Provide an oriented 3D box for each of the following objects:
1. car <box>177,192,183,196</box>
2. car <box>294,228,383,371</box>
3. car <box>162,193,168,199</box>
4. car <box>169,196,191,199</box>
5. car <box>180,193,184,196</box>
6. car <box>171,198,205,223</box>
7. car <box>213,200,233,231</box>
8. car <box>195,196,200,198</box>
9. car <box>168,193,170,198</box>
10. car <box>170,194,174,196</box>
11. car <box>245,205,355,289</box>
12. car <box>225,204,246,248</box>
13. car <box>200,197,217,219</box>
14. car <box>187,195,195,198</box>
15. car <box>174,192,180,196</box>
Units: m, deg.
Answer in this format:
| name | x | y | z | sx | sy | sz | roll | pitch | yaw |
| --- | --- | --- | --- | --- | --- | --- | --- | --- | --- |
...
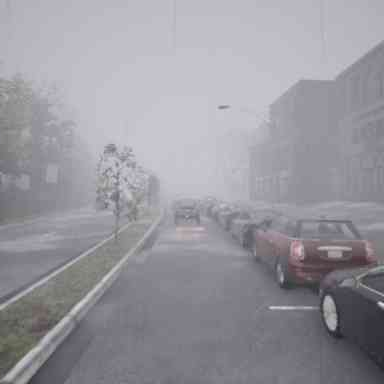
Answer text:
| name | x | y | z | sx | sy | sz | roll | pitch | yaw |
| --- | --- | --- | --- | --- | --- | --- | --- | --- | --- |
| car | -1.156 | 1.363 | 65.027 | 1.946 | 1.575 | 5.366 | 0 | 0 | -8 |
| car | 3.053 | 1.483 | 3.725 | 2.231 | 1.521 | 4.892 | 0 | 0 | 0 |
| car | -6.406 | 1.179 | 92.366 | 1.946 | 1.575 | 5.366 | 0 | 0 | -13 |
| car | -1.583 | 1.509 | 42.264 | 1.994 | 1.385 | 4.181 | 0 | 0 | -5 |
| car | -0.385 | 1.387 | 59.325 | 2.097 | 1.535 | 5.008 | 0 | 0 | -7 |
| car | -0.437 | 1.469 | 25.482 | 2.128 | 1.511 | 4.902 | 0 | 0 | -3 |
| car | 2.770 | 1.499 | 20.557 | 2.163 | 1.488 | 4.792 | 0 | 0 | -2 |
| car | 1.853 | 1.319 | 37.163 | 2.185 | 1.767 | 4.553 | 0 | 0 | -4 |
| car | -3.947 | 1.274 | 81.311 | 2.231 | 1.521 | 4.892 | 0 | 0 | -11 |
| car | -2.924 | 1.058 | 75.857 | 2.435 | 2.045 | 5.566 | 0 | 0 | -10 |
| car | 3.056 | 1.354 | 9.253 | 2.185 | 1.767 | 4.553 | 1 | 0 | 0 |
| car | 2.942 | 1.505 | 14.874 | 2.163 | 1.488 | 4.792 | 0 | 0 | -1 |
| car | 2.235 | 1.484 | 31.676 | 2.163 | 1.488 | 4.792 | 0 | 0 | -3 |
| car | 0.867 | 1.420 | 48.265 | 2.231 | 1.521 | 4.892 | 0 | 0 | -5 |
| car | -2.001 | 1.337 | 70.527 | 1.946 | 1.575 | 5.366 | 0 | 0 | -9 |
